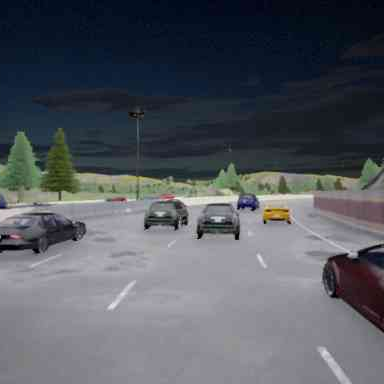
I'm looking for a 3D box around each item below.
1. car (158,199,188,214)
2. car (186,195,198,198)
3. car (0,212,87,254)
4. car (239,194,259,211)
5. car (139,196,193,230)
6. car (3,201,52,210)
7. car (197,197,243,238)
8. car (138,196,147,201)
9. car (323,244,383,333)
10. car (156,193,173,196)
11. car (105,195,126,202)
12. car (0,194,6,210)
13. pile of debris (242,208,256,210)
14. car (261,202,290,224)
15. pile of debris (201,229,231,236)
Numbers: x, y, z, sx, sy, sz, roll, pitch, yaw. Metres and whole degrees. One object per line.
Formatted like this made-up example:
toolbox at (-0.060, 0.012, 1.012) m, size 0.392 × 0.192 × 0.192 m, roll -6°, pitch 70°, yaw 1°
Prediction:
car at (-1.943, 1.516, 35.807) m, size 1.812 × 1.442 × 4.674 m, roll 0°, pitch 0°, yaw 15°
car at (-0.410, 1.281, 69.080) m, size 2.128 × 1.511 × 4.902 m, roll 0°, pitch 0°, yaw 26°
car at (-6.126, 1.527, 13.417) m, size 2.033 × 1.411 × 5.357 m, roll 0°, pitch 0°, yaw 6°
car at (7.017, 1.239, 41.402) m, size 2.150 × 2.045 × 5.566 m, roll 0°, pitch 0°, yaw 18°
car at (-1.511, 1.345, 21.187) m, size 2.097 × 1.767 × 4.553 m, roll 0°, pitch 0°, yaw 9°
car at (-14.294, 1.554, 30.161) m, size 1.895 × 1.301 × 4.718 m, roll 0°, pitch 0°, yaw 12°
car at (1.504, 1.354, 17.753) m, size 2.097 × 1.767 × 4.553 m, roll 0°, pitch 0°, yaw 8°
car at (-9.328, 1.510, 66.799) m, size 1.994 × 1.385 × 4.181 m, roll 0°, pitch 0°, yaw 25°
car at (3.861, 1.575, 5.821) m, size 1.994 × 1.385 × 4.181 m, roll 0°, pitch 0°, yaw 3°
car at (-5.717, 1.192, 66.276) m, size 2.150 × 2.045 × 5.566 m, roll 0°, pitch 0°, yaw 25°
car at (-14.547, 1.424, 63.718) m, size 1.882 × 1.535 × 5.008 m, roll 0°, pitch 0°, yaw 23°
car at (-18.263, 1.165, 28.117) m, size 2.150 × 2.045 × 5.566 m, roll 0°, pitch 0°, yaw 11°
pile of debris at (7.326, 2.194, 42.855) m, size 1.500 × 0.140 × 1.860 m, roll 0°, pitch 0°, yaw 19°
car at (6.368, 1.495, 25.380) m, size 1.882 × 1.535 × 5.008 m, roll 0°, pitch 0°, yaw 11°
pile of debris at (1.321, 2.178, 17.938) m, size 1.500 × 0.140 × 1.860 m, roll 0°, pitch 0°, yaw 8°
